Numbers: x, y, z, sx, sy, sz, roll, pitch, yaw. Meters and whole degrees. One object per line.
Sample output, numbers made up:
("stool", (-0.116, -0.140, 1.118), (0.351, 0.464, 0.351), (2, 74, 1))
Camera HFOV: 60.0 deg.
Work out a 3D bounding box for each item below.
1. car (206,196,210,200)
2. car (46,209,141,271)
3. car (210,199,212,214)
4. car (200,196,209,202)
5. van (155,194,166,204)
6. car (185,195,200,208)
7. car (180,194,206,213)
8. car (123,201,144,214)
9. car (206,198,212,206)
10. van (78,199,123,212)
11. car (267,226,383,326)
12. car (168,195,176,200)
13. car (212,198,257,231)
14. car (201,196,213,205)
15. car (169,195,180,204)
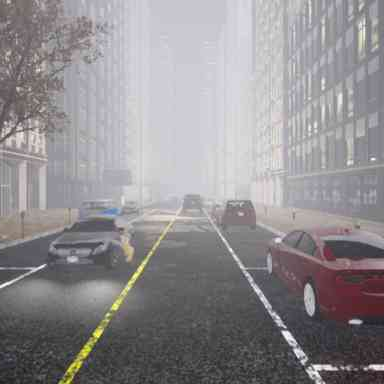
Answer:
("car", (2.674, 1.498, 49.244), (1.752, 1.417, 4.829), (0, 0, 0))
("car", (-3.113, 1.515, 11.119), (1.812, 1.442, 4.674), (-1, 0, 1))
("car", (2.679, 1.516, 26.450), (1.752, 1.417, 4.829), (0, 0, 0))
("car", (2.668, 1.507, 71.867), (1.947, 1.339, 4.313), (0, 0, 0))
("van", (-5.711, 1.300, 60.473), (1.690, 1.788, 3.998), (0, 0, 0))
("car", (0.075, 1.325, 49.234), (2.097, 1.767, 4.553), (0, 0, 0))
("car", (0.082, 1.207, 36.763), (2.150, 2.045, 5.566), (0, 0, 0))
("car", (-5.702, 1.538, 31.979), (2.008, 1.369, 4.403), (0, 0, 0))
("car", (2.678, 1.532, 31.979), (1.887, 1.381, 4.507), (0, 0, 0))
("van", (-5.701, 1.335, 20.585), (1.690, 1.788, 3.998), (0, 0, 0))
("car", (2.998, 1.477, 7.283), (1.882, 1.535, 5.008), (0, 0, 0))
("car", (-5.718, 1.444, 94.662), (1.887, 1.381, 4.507), (0, 0, 0))
("car", (2.679, 1.308, 20.583), (2.192, 1.841, 5.009), (0, 0, 0))
("car", (2.671, 1.524, 60.471), (1.947, 1.339, 4.313), (0, 0, 0))
("car", (-3.053, 1.463, 61.436), (1.837, 1.490, 4.892), (0, 0, 1))
